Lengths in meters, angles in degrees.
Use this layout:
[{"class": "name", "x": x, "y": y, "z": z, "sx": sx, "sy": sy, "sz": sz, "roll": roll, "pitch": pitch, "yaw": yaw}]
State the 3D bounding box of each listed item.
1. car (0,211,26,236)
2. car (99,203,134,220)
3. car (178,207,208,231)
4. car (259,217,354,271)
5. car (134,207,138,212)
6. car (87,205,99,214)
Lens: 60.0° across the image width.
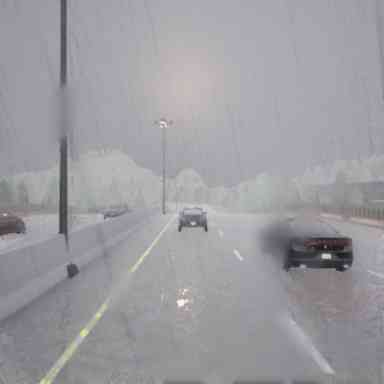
[{"class": "car", "x": -10.627, "y": 1.731, "z": 17.582, "sx": 1.994, "sy": 1.385, "sz": 4.181, "roll": 0, "pitch": -1, "yaw": 0}, {"class": "car", "x": -7.147, "y": 1.801, "z": 32.056, "sx": 1.837, "sy": 1.490, "sz": 4.892, "roll": 0, "pitch": -1, "yaw": 0}, {"class": "car", "x": 0.063, "y": 1.730, "z": 22.167, "sx": 1.812, "sy": 1.442, "sz": 4.674, "roll": 0, "pitch": -1, "yaw": 0}, {"class": "car", "x": 3.578, "y": 1.581, "z": 11.326, "sx": 1.882, "sy": 1.535, "sz": 5.008, "roll": 0, "pitch": -1, "yaw": 0}, {"class": "car", "x": -10.627, "y": 3.405, "z": 58.866, "sx": 2.033, "sy": 1.411, "sz": 5.357, "roll": 0, "pitch": -6, "yaw": 1}, {"class": "car", "x": -14.152, "y": 2.603, "z": 50.167, "sx": 2.033, "sy": 1.411, "sz": 5.357, "roll": 0, "pitch": -4, "yaw": 0}]
